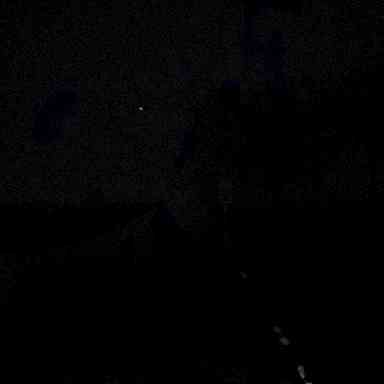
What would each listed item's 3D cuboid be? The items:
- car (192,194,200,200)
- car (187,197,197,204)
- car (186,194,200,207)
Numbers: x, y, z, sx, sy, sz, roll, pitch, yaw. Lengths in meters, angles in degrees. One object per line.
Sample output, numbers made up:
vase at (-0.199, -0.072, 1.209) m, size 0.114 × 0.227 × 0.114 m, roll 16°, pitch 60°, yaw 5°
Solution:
car at (1.040, 1.355, 91.566) m, size 2.097 × 1.767 × 4.553 m, roll 0°, pitch 0°, yaw 0°
car at (0.059, 1.543, 63.528) m, size 1.895 × 1.301 × 4.718 m, roll 0°, pitch 0°, yaw 0°
car at (0.136, 1.454, 48.704) m, size 2.033 × 1.411 × 5.357 m, roll 0°, pitch 0°, yaw 1°
